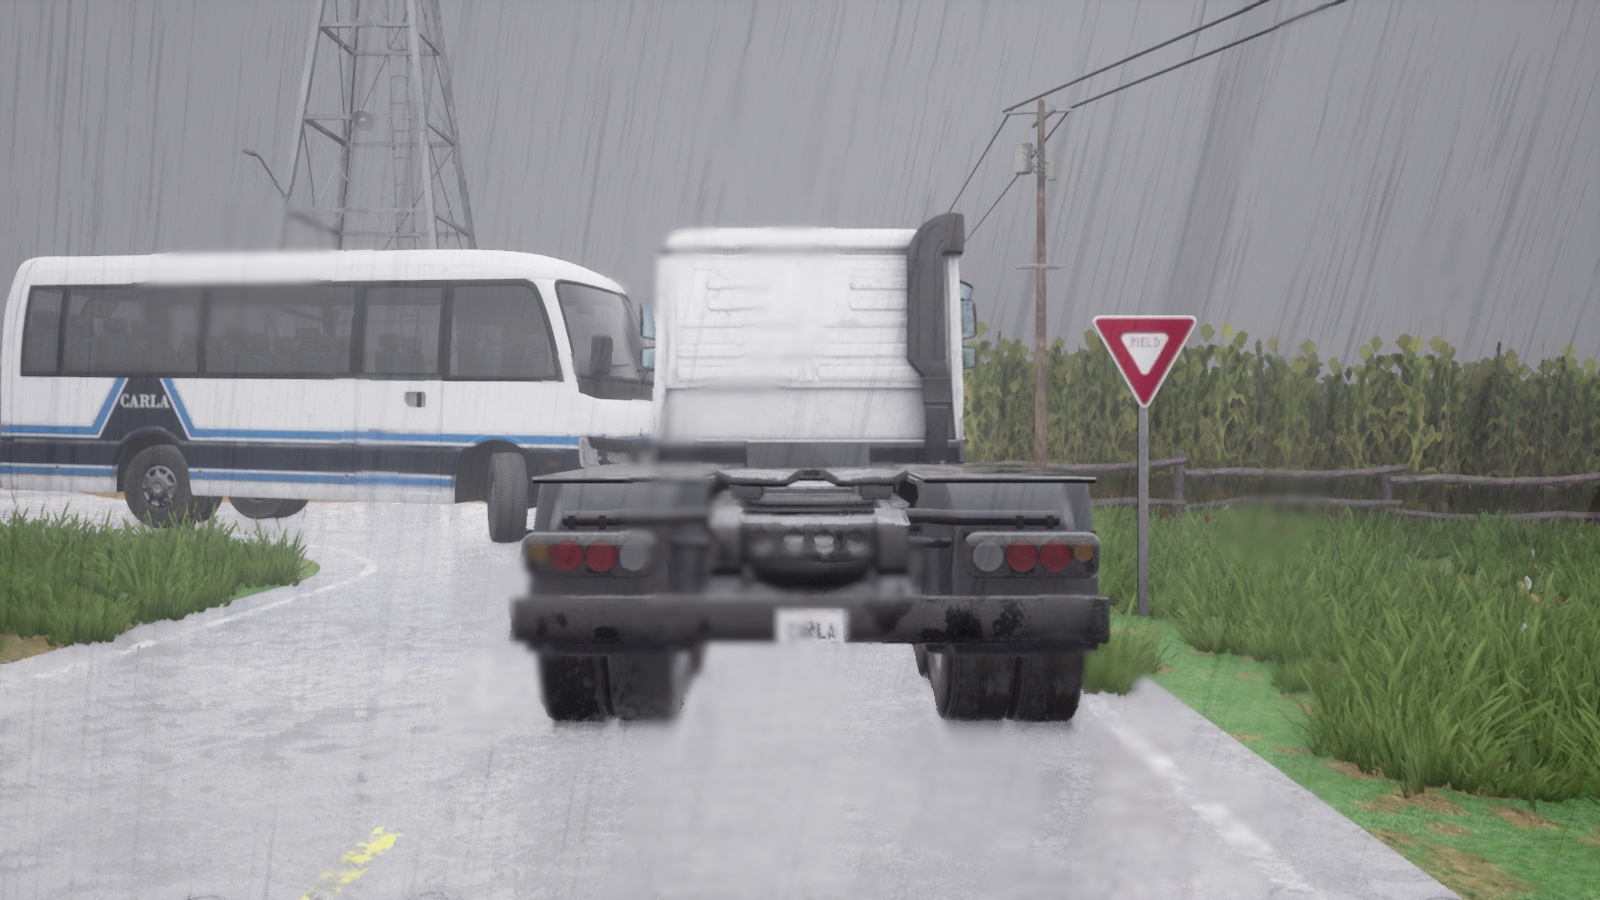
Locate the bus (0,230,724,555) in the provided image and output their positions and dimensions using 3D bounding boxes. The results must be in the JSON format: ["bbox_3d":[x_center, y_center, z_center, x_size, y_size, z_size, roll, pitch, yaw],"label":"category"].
[{"bbox_3d":[-6.726,-0.899,19.571,10.273,4.253,3.944,1,1,14],"label":"bus"}]

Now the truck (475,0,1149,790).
[{"bbox_3d":[0.069,-0.319,9.368,2.891,3.462,7.936,0,1,0],"label":"truck"}]
